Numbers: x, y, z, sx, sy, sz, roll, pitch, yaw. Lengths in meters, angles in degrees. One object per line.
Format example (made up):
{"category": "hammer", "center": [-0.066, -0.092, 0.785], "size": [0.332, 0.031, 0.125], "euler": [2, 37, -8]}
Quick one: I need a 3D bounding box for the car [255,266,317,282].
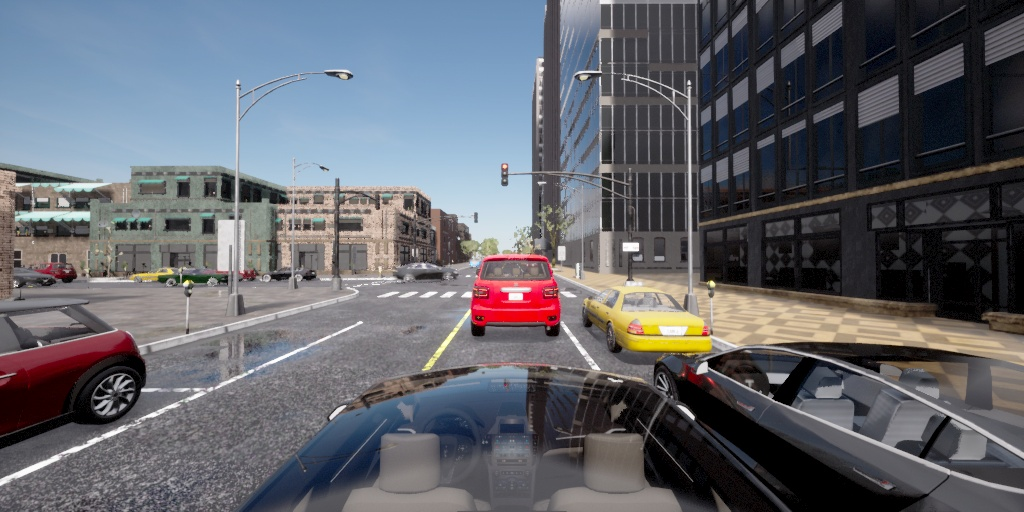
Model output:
{"category": "car", "center": [-19.477, 1.562, 31.458], "size": [4.313, 1.339, 1.948], "euler": [0, 0, 1]}

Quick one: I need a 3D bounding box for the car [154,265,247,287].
{"category": "car", "center": [-22.234, 1.531, 25.703], "size": [4.718, 1.301, 1.895], "euler": [-1, -1, 1]}

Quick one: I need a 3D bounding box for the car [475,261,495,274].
{"category": "car", "center": [-3.193, 1.312, 43.986], "size": [2.033, 1.411, 5.357], "euler": [0, 0, 0]}

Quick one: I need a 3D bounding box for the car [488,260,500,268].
{"category": "car", "center": [-3.193, 1.375, 64.574], "size": [1.895, 1.301, 4.718], "euler": [0, 0, 0]}

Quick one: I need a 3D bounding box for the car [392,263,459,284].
{"category": "car", "center": [-6.538, 1.258, 27.252], "size": [4.902, 1.511, 2.128], "euler": [-1, 0, -23]}

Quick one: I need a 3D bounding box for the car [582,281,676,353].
{"category": "car", "center": [2.813, 1.277, 8.605], "size": [1.751, 1.417, 4.829], "euler": [0, 0, 0]}

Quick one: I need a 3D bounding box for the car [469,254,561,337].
{"category": "car", "center": [0.081, 0.975, 10.480], "size": [2.150, 2.045, 5.566], "euler": [0, 0, 0]}

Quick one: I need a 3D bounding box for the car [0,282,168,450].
{"category": "car", "center": [-5.692, 1.190, 2.827], "size": [1.967, 1.591, 4.097], "euler": [0, 0, 0]}

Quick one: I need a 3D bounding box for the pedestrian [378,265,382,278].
{"category": "pedestrian", "center": [-12.616, 1.399, 34.339], "size": [0.375, 1.300, 0.375], "euler": [0, 0, 1]}

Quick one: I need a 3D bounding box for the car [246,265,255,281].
{"category": "car", "center": [-25.025, 1.489, 31.517], "size": [4.097, 1.591, 1.967], "euler": [0, 0, 1]}

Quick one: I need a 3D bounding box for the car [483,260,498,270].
{"category": "car", "center": [-3.209, 1.317, 54.174], "size": [2.033, 1.411, 5.357], "euler": [0, 0, 0]}

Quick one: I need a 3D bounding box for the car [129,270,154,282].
{"category": "car", "center": [-30.743, 1.627, 31.577], "size": [4.829, 1.417, 1.751], "euler": [0, 0, 1]}

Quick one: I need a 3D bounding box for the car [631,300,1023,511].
{"category": "car", "center": [2.655, 1.316, 2.791], "size": [1.948, 1.339, 4.313], "euler": [0, 0, 0]}

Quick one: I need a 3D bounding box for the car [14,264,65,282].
{"category": "car", "center": [-36.042, 1.567, 25.860], "size": [4.892, 1.490, 1.837], "euler": [0, -1, 1]}

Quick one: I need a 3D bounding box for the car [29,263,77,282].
{"category": "car", "center": [-41.669, 1.522, 31.692], "size": [5.009, 1.841, 2.192], "euler": [0, 0, 1]}
